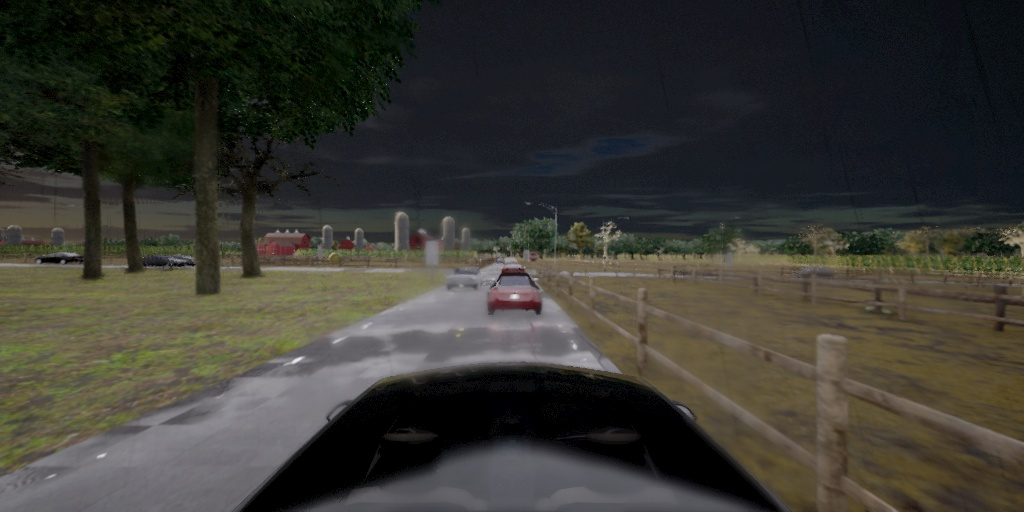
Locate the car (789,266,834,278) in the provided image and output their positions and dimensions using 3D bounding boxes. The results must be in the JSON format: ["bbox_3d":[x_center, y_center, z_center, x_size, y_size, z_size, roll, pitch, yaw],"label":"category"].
[{"bbox_3d":[38.492,2.097,46.131,4.902,1.511,2.128,1,1,0],"label":"car"}]

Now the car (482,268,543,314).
[{"bbox_3d":[0.102,1.321,13.871,1.994,1.385,4.181,0,0,0],"label":"car"}]

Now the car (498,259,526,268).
[{"bbox_3d":[0.100,1.232,27.998,1.882,1.535,5.008,0,0,0],"label":"car"}]

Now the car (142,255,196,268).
[{"bbox_3d":[-41.599,0.671,42.795,5.357,1.411,2.033,1,1,0],"label":"car"}]

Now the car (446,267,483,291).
[{"bbox_3d":[-2.829,1.357,22.233,1.895,1.301,4.718,0,0,0],"label":"car"}]
